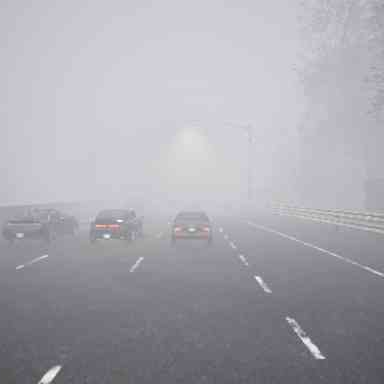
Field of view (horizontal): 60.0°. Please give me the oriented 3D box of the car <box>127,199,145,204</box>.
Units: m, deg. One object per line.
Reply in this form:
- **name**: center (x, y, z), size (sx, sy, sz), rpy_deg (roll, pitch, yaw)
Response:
- **car**: center (-7.003, 1.671, 41.234), size (1.837, 1.490, 4.892), rpy_deg (0, 0, 0)

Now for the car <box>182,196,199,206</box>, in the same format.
- **car**: center (-0.003, 1.674, 45.746), size (2.128, 1.511, 4.902), rpy_deg (0, 0, 0)

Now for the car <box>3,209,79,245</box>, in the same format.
- **car**: center (-7.002, 1.556, 15.966), size (2.128, 1.511, 4.902), rpy_deg (0, 0, 0)

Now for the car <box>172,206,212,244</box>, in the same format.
- **car**: center (0.001, 1.612, 16.221), size (2.033, 1.411, 5.357), rpy_deg (0, 0, 0)

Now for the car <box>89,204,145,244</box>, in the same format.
- **car**: center (-3.498, 1.571, 16.091), size (1.837, 1.490, 4.892), rpy_deg (0, 0, 0)

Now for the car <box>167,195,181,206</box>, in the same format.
- **car**: center (-3.506, 1.810, 61.568), size (1.994, 1.385, 4.181), rpy_deg (0, 0, 0)
